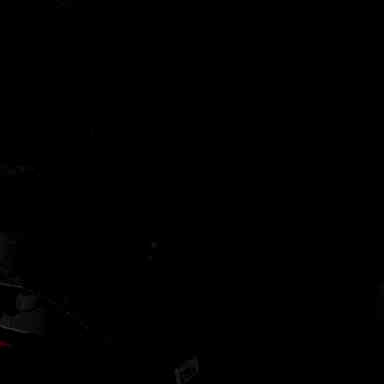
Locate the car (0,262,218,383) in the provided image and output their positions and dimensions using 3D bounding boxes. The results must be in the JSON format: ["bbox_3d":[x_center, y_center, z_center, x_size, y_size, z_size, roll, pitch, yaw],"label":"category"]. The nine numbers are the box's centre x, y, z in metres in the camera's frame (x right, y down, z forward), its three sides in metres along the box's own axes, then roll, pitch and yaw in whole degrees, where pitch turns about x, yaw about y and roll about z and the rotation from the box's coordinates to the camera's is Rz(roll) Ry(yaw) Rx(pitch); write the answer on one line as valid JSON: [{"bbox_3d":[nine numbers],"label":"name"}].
[{"bbox_3d":[-1.727,1.566,4.052,4.313,1.339,1.947,0,0,36],"label":"car"}]
